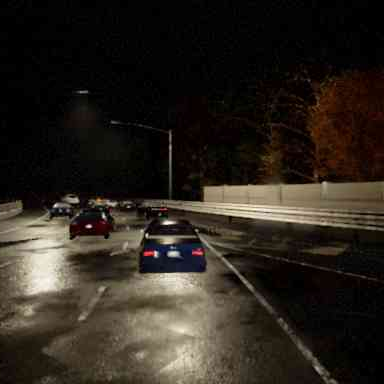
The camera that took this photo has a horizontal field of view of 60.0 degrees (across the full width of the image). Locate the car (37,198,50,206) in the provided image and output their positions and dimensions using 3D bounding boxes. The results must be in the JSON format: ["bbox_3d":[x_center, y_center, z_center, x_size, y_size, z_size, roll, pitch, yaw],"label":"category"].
[{"bbox_3d":[-26.896,1.805,60.628,1.895,1.301,4.718,0,0,-35],"label":"car"}]

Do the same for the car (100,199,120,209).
[{"bbox_3d":[-12.141,1.752,49.268,1.895,1.301,4.718,0,0,-26],"label":"car"}]

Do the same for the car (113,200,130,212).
[{"bbox_3d":[-8.003,1.684,40.134,1.994,1.385,4.181,0,0,-21],"label":"car"}]

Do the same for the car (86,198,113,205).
[{"bbox_3d":[-9.851,1.674,35.164,1.994,1.385,4.181,0,0,-19],"label":"car"}]

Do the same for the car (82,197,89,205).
[{"bbox_3d":[-18.925,1.686,61.269,2.128,1.511,4.902,0,0,-35],"label":"car"}]

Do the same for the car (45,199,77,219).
[{"bbox_3d":[-11.920,1.648,30.573,2.033,1.411,5.357,0,0,-18],"label":"car"}]

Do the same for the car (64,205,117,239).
[{"bbox_3d":[-5.274,1.620,17.828,1.994,1.385,4.181,0,0,-10],"label":"car"}]

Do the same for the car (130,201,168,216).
[{"bbox_3d":[-3.452,1.573,28.387,2.128,1.511,4.902,0,0,-22],"label":"car"}]

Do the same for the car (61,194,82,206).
[{"bbox_3d":[-22.051,1.416,59.776,2.150,2.045,5.566,0,0,-34],"label":"car"}]

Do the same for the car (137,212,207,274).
[{"bbox_3d":[-0.693,1.572,10.586,2.033,1.411,5.357,0,0,-5],"label":"car"}]
